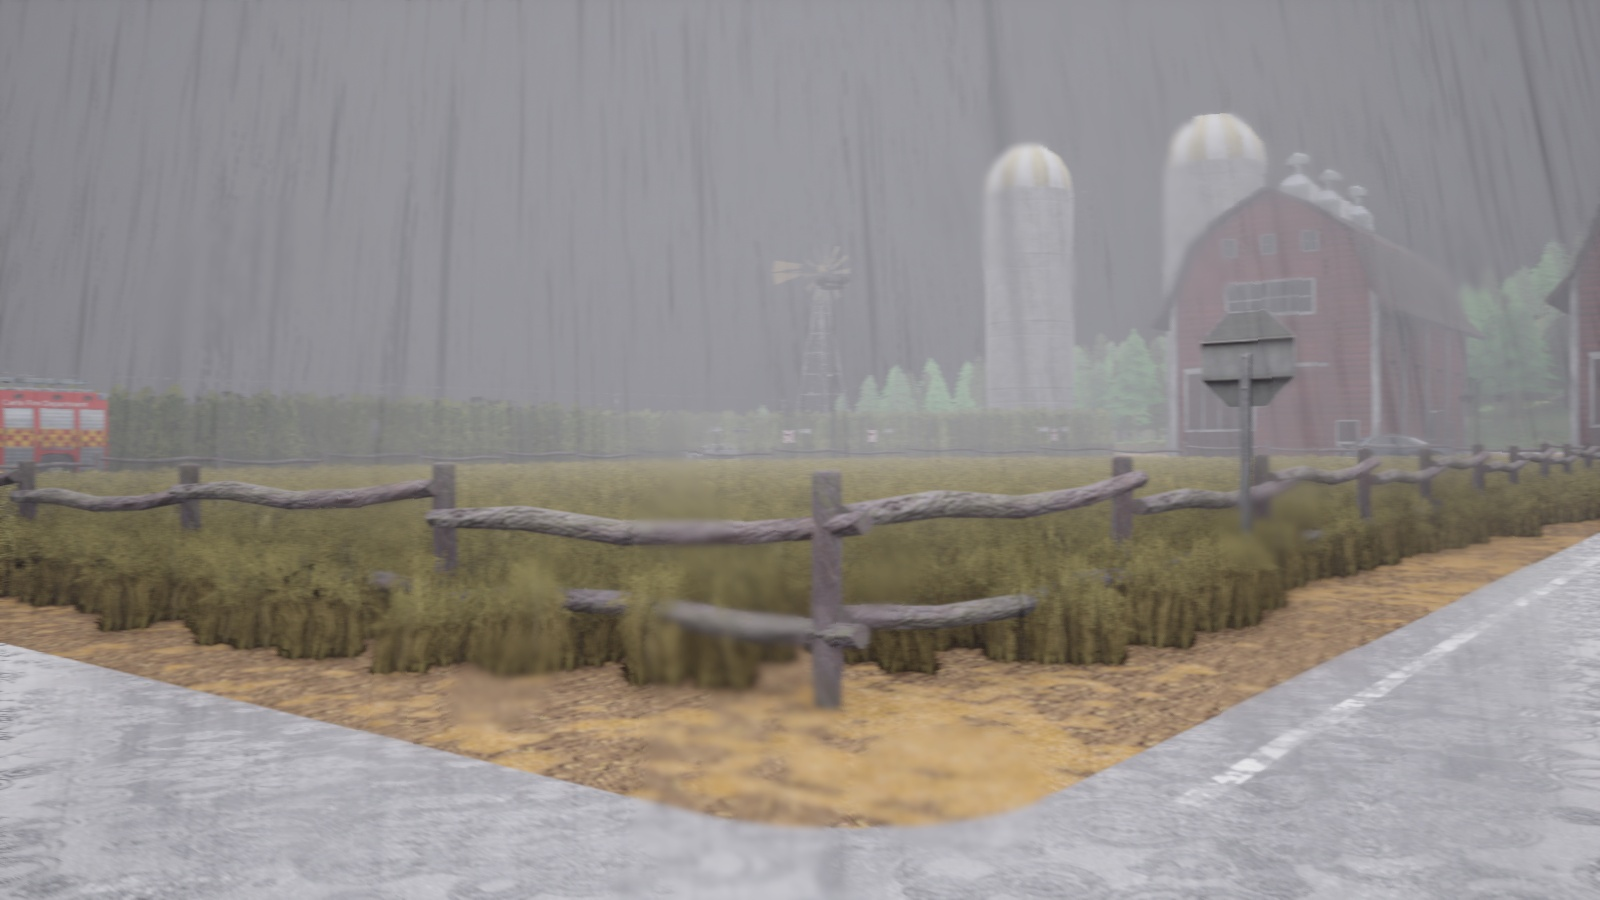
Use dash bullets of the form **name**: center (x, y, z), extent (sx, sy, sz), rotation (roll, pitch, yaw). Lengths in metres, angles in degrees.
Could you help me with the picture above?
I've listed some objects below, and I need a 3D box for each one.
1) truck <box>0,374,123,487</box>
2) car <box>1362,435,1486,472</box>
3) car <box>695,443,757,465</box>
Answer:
- **truck**: center (-28.367, -0.663, 43.230), extent (2.891, 3.827, 8.468), rotation (0, 0, 40)
- **car**: center (28.866, 0.170, 58.160), extent (4.856, 1.649, 2.033), rotation (0, 0, 36)
- **car**: center (-5.010, 0.251, 85.184), extent (3.806, 1.475, 1.970), rotation (-1, 0, -44)
